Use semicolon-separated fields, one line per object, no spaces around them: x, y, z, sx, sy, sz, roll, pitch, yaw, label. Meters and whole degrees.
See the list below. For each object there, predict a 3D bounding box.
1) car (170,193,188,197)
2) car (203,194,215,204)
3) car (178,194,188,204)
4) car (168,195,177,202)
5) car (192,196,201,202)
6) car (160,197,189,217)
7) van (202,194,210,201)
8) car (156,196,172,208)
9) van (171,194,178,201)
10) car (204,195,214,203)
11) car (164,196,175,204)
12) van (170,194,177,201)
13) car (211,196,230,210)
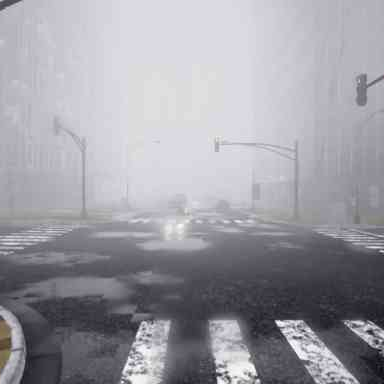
-1.730;1.233;50.091;2.150;2.045;5.566;0;0;-1;car
3.572;1.313;63.930;2.192;1.841;5.009;0;0;0;car
-1.771;1.411;67.601;2.097;1.767;4.553;0;0;0;car
-4.391;1.426;74.927;1.967;1.590;4.097;0;0;0;car
0.942;1.512;73.102;1.812;1.442;4.674;0;0;0;car
-1.599;1.509;32.127;2.128;1.511;4.902;0;0;-1;car
3.447;1.321;80.513;1.690;1.788;3.998;0;0;0;van
-4.183;1.592;47.289;1.802;1.307;4.206;0;0;0;car
-4.475;1.315;85.981;1.690;1.788;3.998;0;0;0;van
3.531;1.432;69.459;1.967;1.590;4.097;0;0;0;car
-4.308;1.563;63.871;1.947;1.339;4.313;0;0;0;car
-4.433;1.321;80.454;1.690;1.788;3.998;0;0;0;van
3.788;1.579;41.822;1.947;1.339;4.313;0;0;0;car
